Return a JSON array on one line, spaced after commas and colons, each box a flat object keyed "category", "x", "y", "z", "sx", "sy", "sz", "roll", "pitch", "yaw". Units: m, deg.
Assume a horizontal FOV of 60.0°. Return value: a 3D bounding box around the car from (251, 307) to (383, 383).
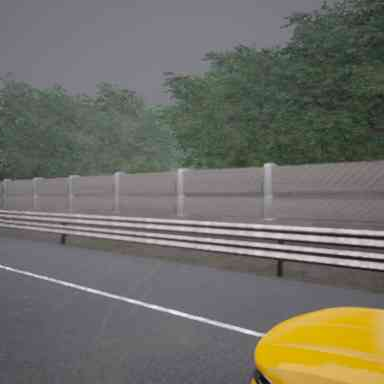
[{"category": "car", "x": 2.796, "y": 1.473, "z": 2.012, "sx": 5.008, "sy": 1.535, "sz": 1.882, "roll": 0, "pitch": 0, "yaw": 35}]
